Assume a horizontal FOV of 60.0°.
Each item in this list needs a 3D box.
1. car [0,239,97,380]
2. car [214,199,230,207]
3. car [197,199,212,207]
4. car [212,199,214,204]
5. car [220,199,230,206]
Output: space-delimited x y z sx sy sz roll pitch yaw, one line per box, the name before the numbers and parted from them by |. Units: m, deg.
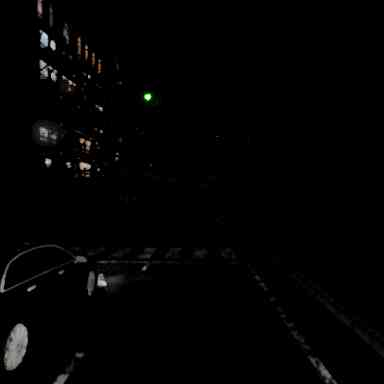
car | -3.049 1.549 5.519 1.837 1.490 4.892 0 0 1
car | 6.110 2.237 68.301 1.837 1.490 4.892 0 -1 10
car | 2.247 2.247 64.834 1.994 1.385 4.181 0 -1 9
car | 4.793 2.415 79.823 1.812 1.442 4.674 0 -1 12
car | 7.768 2.423 78.129 1.994 1.385 4.181 0 -1 12
